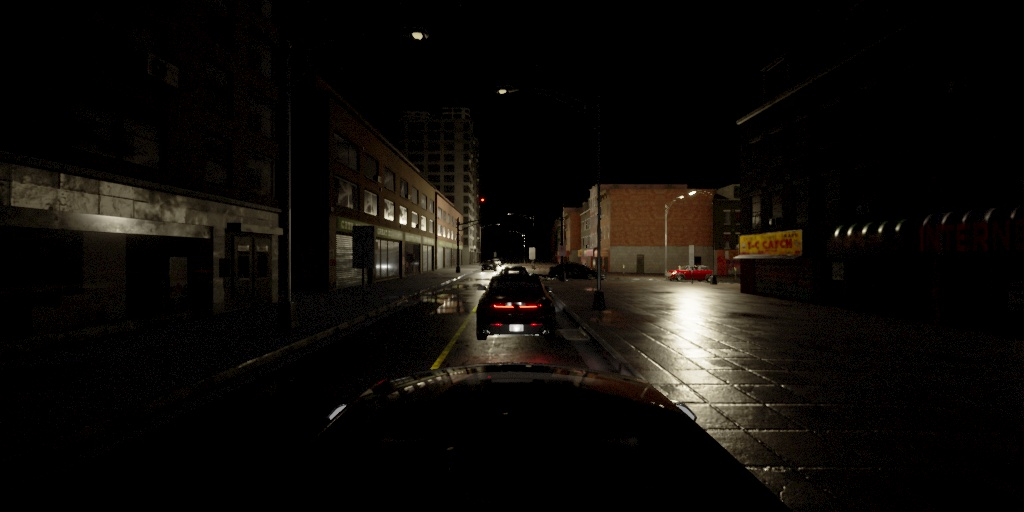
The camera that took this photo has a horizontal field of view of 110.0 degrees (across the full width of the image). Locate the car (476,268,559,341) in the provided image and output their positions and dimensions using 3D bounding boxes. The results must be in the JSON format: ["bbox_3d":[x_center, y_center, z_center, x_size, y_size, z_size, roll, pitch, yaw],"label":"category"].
[{"bbox_3d":[0.086,1.255,9.916,1.837,1.490,4.892,0,0,0],"label":"car"}]

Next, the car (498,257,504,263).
[{"bbox_3d":[-2.865,1.260,63.286,1.812,1.442,4.674,0,0,0],"label":"car"}]

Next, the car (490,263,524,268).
[{"bbox_3d":[0.095,1.297,19.527,2.033,1.411,5.357,0,0,0],"label":"car"}]

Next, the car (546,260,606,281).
[{"bbox_3d":[5.513,1.387,30.560,4.892,1.490,1.837,2,2,11],"label":"car"}]

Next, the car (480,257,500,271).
[{"bbox_3d":[-2.881,1.252,45.270,1.837,1.490,4.892,0,0,0],"label":"car"}]

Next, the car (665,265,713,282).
[{"bbox_3d":[16.336,1.571,33.113,4.097,1.591,1.967,0,0,0],"label":"car"}]
